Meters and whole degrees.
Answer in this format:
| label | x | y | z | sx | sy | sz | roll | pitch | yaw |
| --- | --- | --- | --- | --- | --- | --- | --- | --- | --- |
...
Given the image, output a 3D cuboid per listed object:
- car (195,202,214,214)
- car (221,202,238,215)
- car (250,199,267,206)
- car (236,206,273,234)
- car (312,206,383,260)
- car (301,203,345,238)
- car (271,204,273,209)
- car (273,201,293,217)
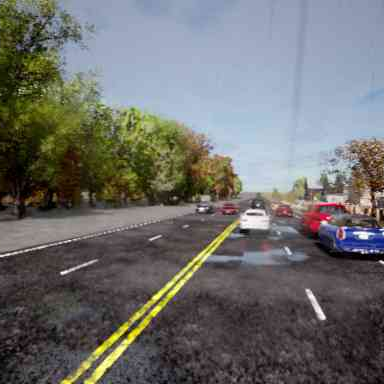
| label | x | y | z | sx | sy | sz | roll | pitch | yaw |
| --- | --- | --- | --- | --- | --- | --- | --- | --- | --- |
| car | 1.681 | 1.993 | 43.006 | 2.128 | 1.511 | 4.902 | 2 | -1 | 12 |
| car | 4.800 | 2.064 | 42.044 | 1.882 | 1.535 | 5.008 | 2 | 0 | 12 |
| car | 9.845 | 2.031 | 49.448 | 2.150 | 2.045 | 5.566 | 2 | 0 | 12 |
| car | 4.184 | 1.892 | 22.083 | 1.812 | 1.442 | 4.674 | 2 | -1 | 12 |
| car | 6.827 | 1.716 | 14.468 | 2.097 | 1.767 | 4.553 | 2 | -1 | 12 |
| car | 8.057 | 1.689 | 20.402 | 2.150 | 2.045 | 5.566 | 2 | -1 | 12 |
| car | 14.198 | 2.343 | 54.975 | 2.097 | 1.767 | 4.553 | 2 | -1 | 12 |
| car | 11.451 | 2.257 | 41.494 | 1.882 | 1.535 | 5.008 | 2 | -1 | 12 |
